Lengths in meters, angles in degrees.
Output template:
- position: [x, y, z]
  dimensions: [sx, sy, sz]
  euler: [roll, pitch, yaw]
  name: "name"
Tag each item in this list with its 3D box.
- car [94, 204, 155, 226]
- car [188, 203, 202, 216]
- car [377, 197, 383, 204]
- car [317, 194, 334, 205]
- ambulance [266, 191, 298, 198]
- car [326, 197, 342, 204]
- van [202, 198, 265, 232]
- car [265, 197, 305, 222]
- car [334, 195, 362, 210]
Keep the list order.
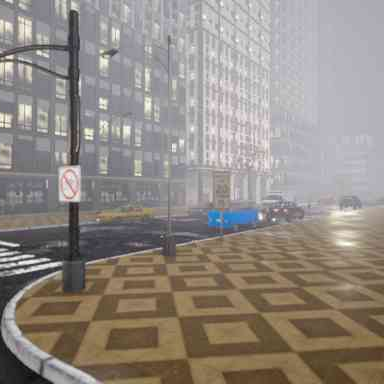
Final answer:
- position: [-4.753, 1.546, 23.994]
  dimensions: [1.752, 1.417, 4.829]
  euler: [0, 0, 38]
  name: "car"
- position: [1.368, 1.610, 31.706]
  dimensions: [1.802, 1.307, 4.206]
  euler: [0, 0, 38]
  name: "car"
- position: [38.212, 1.661, 66.518]
  dimensions: [1.947, 1.339, 4.313]
  euler: [0, 0, 38]
  name: "car"
- position: [25.175, 1.386, 62.530]
  dimensions: [2.192, 1.841, 5.009]
  euler: [0, 0, 38]
  name: "car"
- position: [10.241, 1.067, 38.997]
  dimensions: [2.351, 2.431, 6.366]
  euler: [0, 0, 38]
  name: "ambulance"
- position: [28.576, 1.630, 66.933]
  dimensions: [2.008, 1.369, 4.403]
  euler: [0, 0, 38]
  name: "car"
- position: [2.631, 1.371, 20.268]
  dimensions: [1.690, 1.788, 3.998]
  euler: [0, 0, 38]
  name: "van"
- position: [7.604, 1.476, 26.889]
  dimensions: [1.967, 1.590, 4.097]
  euler: [0, 0, 38]
  name: "car"
- position: [21.208, 1.371, 44.502]
  dimensions: [2.192, 1.841, 5.009]
  euler: [0, 0, 38]
  name: "car"
